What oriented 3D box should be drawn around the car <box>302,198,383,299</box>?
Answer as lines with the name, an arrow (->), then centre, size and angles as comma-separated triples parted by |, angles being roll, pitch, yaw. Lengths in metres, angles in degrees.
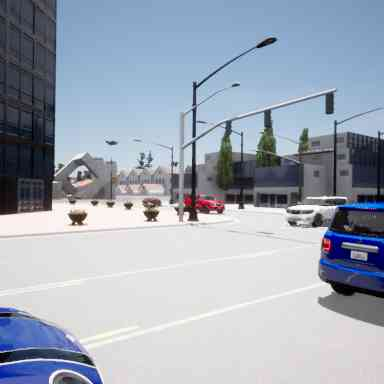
car -> 5.179, 1.239, 7.497 | 5.566, 2.045, 2.150 | 0, 0, -35

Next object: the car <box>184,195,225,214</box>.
car -> 1.267, 1.314, 36.702 | 2.150, 2.045, 5.566 | 1, -1, -35

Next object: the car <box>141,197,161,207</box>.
car -> -6.821, 1.627, 55.093 | 1.882, 1.535, 5.008 | 1, 0, -31

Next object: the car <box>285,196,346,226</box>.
car -> 8.944, 1.320, 23.306 | 5.566, 2.045, 2.150 | 1, 0, -36

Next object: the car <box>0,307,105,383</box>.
car -> -2.747, 1.352, 1.783 | 4.553, 1.767, 2.097 | 0, 0, -35

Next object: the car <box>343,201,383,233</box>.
car -> 11.796, 1.465, 21.046 | 4.553, 1.767, 2.097 | 1, 0, -36
